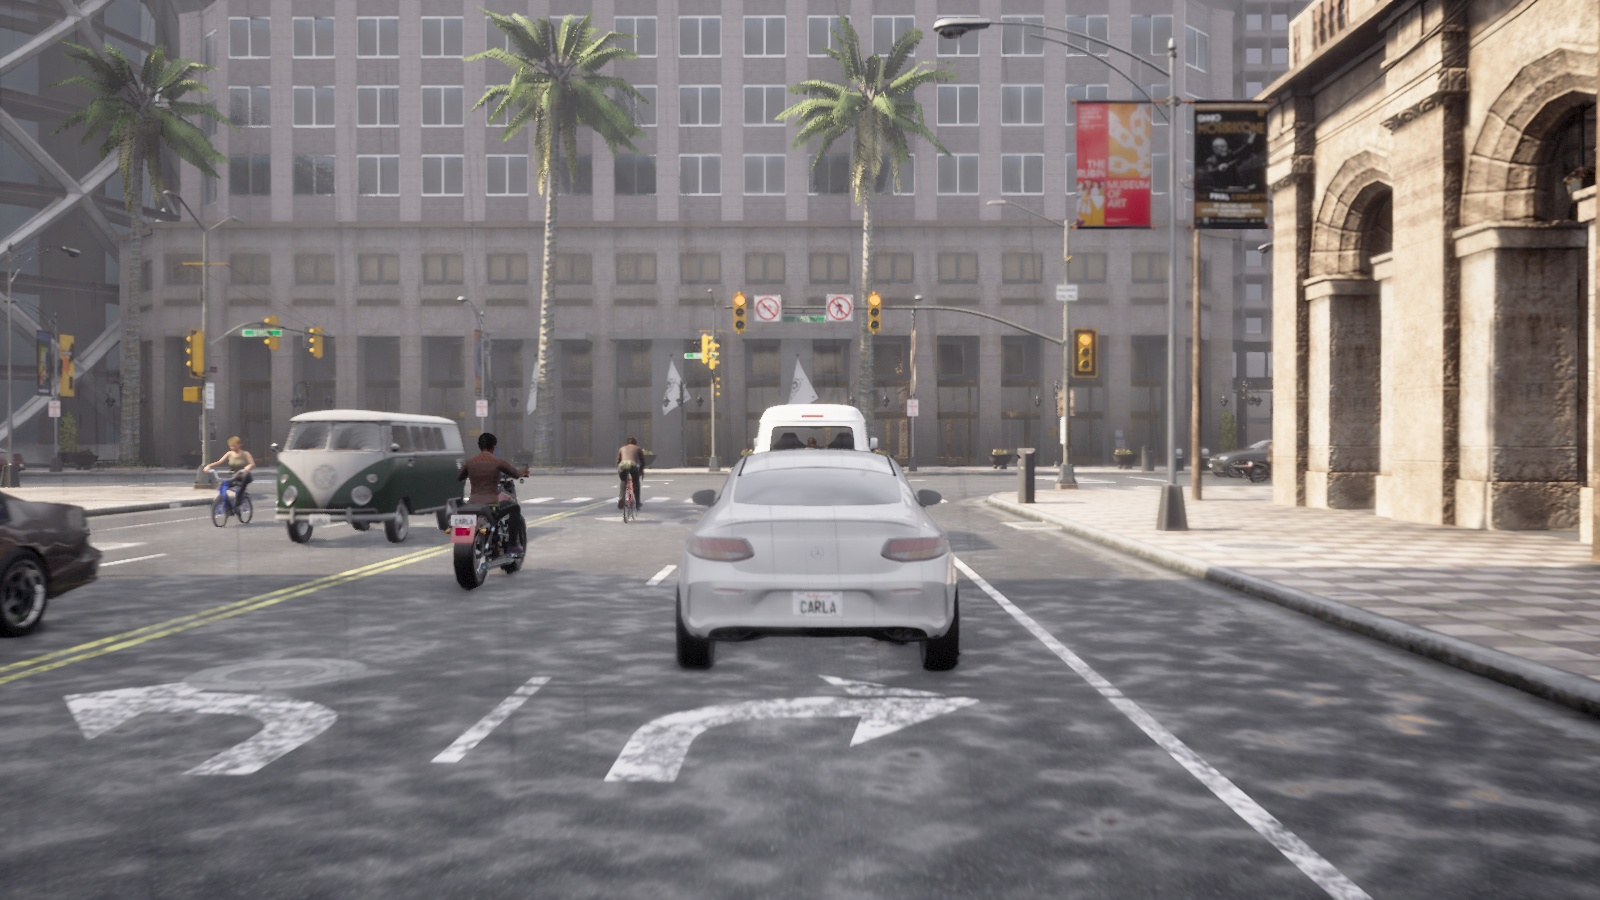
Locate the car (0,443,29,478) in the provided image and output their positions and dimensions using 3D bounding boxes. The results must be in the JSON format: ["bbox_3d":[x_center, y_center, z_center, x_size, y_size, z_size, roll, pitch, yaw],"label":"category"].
[{"bbox_3d":[-35.475,0.425,52.990,4.674,1.442,1.812,0,0,-8],"label":"car"}]

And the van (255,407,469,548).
[{"bbox_3d":[-6.741,0.375,19.862,1.775,1.987,4.442,0,0,1],"label":"van"}]

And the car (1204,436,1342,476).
[{"bbox_3d":[19.831,0.227,52.829,5.027,1.651,2.152,0,0,2],"label":"car"}]

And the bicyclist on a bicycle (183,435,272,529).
[{"bbox_3d":[-10.194,0.540,22.414,0.866,1.612,1.509,0,0,1],"label":"bicyclist on a bicycle"}]

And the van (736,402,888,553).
[{"bbox_3d":[0.220,0.355,19.257,2.069,2.038,4.480,0,0,2],"label":"van"}]

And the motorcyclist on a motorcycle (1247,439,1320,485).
[{"bbox_3d":[17.648,0.438,45.877,2.350,1.649,0.766,0,0,1],"label":"motorcyclist on a motorcycle"}]

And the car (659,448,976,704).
[{"bbox_3d":[0.126,0.716,9.512,1.812,1.442,4.674,0,0,1],"label":"car"}]

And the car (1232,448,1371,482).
[{"bbox_3d":[19.658,0.569,49.353,4.718,1.301,1.895,0,0,1],"label":"car"}]

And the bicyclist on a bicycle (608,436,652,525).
[{"bbox_3d":[-3.210,0.555,23.775,0.582,1.620,1.656,0,0,1],"label":"bicyclist on a bicycle"}]

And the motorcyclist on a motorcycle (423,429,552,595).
[{"bbox_3d":[-3.340,0.612,13.650,0.766,1.649,2.350,0,0,1],"label":"motorcyclist on a motorcycle"}]

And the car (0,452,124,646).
[{"bbox_3d":[-6.892,0.739,8.201,2.033,1.411,5.357,0,0,1],"label":"car"}]
